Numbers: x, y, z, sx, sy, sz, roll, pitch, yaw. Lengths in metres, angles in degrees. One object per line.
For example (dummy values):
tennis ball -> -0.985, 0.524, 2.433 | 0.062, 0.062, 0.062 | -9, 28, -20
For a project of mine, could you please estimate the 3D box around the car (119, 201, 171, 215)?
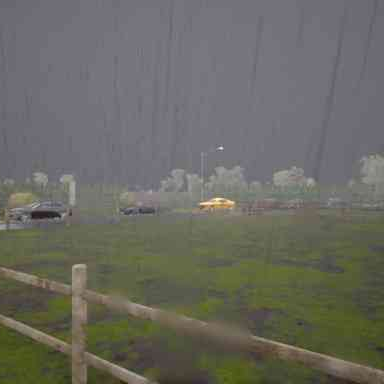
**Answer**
car -> -4.590, 1.555, 32.743 | 5.357, 1.411, 2.033 | 0, 0, -43

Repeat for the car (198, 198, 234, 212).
car -> 2.877, 1.496, 39.334 | 5.008, 1.535, 1.882 | 0, 0, -40

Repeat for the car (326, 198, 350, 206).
car -> 22.395, 1.586, 51.108 | 4.674, 1.442, 1.812 | 0, 0, -36

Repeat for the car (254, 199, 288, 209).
car -> 10.604, 1.629, 45.677 | 4.718, 1.301, 1.895 | 0, 0, -38

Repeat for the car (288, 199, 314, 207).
car -> 14.478, 1.649, 45.084 | 4.718, 1.301, 1.895 | 0, 0, -37

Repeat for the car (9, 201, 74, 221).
car -> -11.672, 1.488, 25.904 | 2.128, 1.511, 4.902 | 1, 0, 44
